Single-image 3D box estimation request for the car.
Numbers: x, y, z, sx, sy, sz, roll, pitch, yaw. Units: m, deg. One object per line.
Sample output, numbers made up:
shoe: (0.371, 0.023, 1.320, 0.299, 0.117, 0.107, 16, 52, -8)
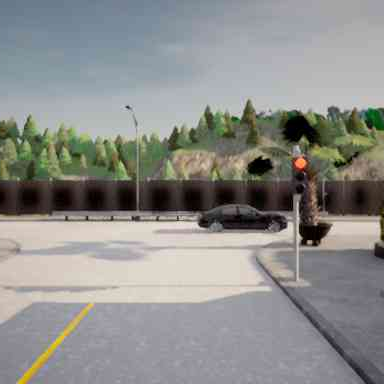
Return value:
car: (2.739, 1.436, 18.537, 5.008, 1.535, 1.882, 0, 0, 0)
